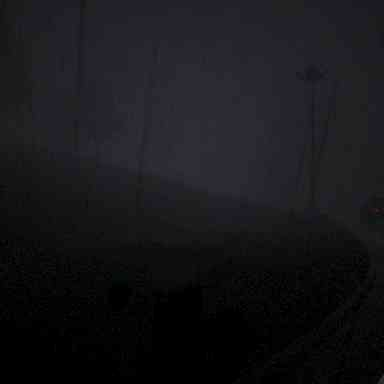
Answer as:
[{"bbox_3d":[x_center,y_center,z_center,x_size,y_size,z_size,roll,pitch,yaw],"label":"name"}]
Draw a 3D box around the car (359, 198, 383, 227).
[{"bbox_3d":[13.981,1.438,24.679,2.150,2.045,5.566,0,-1,18],"label":"car"}]
